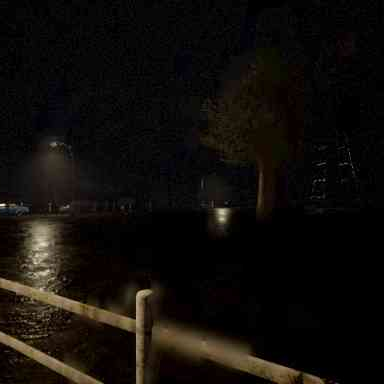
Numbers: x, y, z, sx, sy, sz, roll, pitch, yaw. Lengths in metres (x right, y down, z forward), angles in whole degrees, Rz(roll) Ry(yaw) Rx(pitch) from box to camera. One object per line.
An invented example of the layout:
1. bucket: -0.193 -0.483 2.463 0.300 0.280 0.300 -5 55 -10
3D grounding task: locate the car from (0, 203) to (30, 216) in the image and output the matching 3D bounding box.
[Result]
1. car: -20.707 1.951 36.325 2.033 1.411 5.357 -2 -2 35

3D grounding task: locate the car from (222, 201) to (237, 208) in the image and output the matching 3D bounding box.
1. car: 7.688 2.627 69.501 1.994 1.385 4.181 -2 -2 36

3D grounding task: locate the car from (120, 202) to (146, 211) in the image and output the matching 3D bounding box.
1. car: -9.233 2.259 52.274 1.812 1.442 4.674 -2 -2 36

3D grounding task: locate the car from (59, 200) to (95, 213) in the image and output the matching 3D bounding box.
1. car: -15.169 1.912 44.032 2.097 1.767 4.553 -2 -2 36
